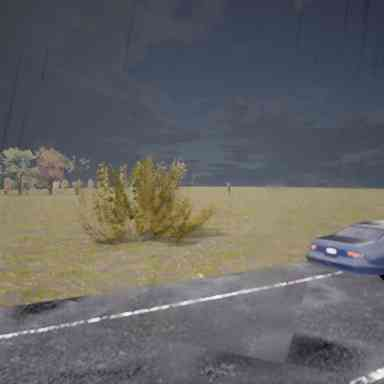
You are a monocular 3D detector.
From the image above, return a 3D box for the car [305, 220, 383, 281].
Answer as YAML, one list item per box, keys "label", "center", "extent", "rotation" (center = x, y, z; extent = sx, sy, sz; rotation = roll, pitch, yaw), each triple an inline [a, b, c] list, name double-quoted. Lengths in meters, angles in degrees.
- label: "car"
  center: [5.777, 1.544, 9.604]
  extent: [5.357, 1.411, 2.033]
  rotation: [0, 0, -27]
